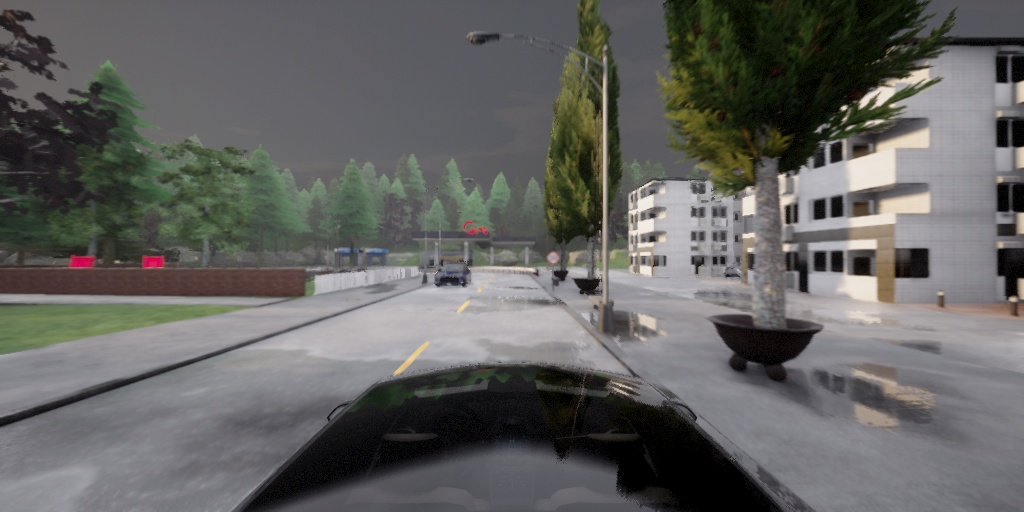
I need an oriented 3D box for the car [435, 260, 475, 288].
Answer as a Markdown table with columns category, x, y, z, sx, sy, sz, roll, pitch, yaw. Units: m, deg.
| category | x | y | z | sx | sy | sz | roll | pitch | yaw |
| --- | --- | --- | --- | --- | --- | --- | --- | --- | --- |
| car | -4.103 | 1.259 | 25.616 | 2.097 | 1.767 | 4.553 | 0 | 0 | 0 |
